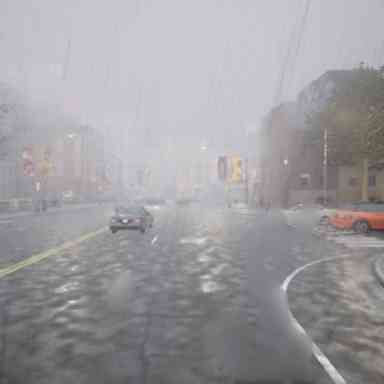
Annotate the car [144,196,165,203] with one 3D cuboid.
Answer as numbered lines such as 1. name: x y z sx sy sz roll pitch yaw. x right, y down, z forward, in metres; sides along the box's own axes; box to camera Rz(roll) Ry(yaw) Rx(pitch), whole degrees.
1. car: -7.717 1.538 69.533 1.895 1.301 4.718 0 0 30

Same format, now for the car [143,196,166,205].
1. car: -5.838 1.557 54.506 1.895 1.301 4.718 0 0 13

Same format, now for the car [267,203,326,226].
1. car: 7.531 1.507 22.636 4.674 1.442 1.812 0 0 8

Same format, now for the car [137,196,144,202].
1. car: -9.883 1.468 64.227 2.002 1.452 4.674 0 0 20

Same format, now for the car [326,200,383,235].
1. car: 10.196 1.336 18.254 4.553 1.767 2.097 0 0 -7

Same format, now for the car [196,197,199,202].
1. car: -0.539 1.497 68.843 1.994 1.385 4.181 0 0 27

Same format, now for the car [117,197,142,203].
1. car: -7.050 1.535 35.969 1.994 1.385 4.181 0 0 0

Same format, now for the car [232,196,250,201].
1. car: 11.632 1.530 78.437 4.718 1.301 1.895 0 0 -39

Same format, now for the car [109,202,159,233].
1. car: -3.395 1.532 19.427 2.033 1.411 5.357 0 0 0

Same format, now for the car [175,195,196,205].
1. car: -1.351 1.554 57.417 1.895 1.301 4.718 0 0 16
